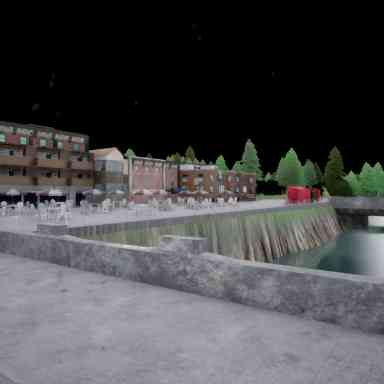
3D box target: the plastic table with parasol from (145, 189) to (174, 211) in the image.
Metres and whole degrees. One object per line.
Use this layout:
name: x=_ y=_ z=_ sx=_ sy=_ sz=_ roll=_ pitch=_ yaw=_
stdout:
plastic table with parasol: x=-3.903 y=0.925 z=39.824 sx=2.482 sy=2.480 sz=2.482 roll=0 pitch=0 yaw=36
